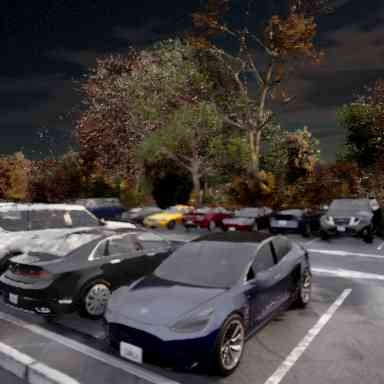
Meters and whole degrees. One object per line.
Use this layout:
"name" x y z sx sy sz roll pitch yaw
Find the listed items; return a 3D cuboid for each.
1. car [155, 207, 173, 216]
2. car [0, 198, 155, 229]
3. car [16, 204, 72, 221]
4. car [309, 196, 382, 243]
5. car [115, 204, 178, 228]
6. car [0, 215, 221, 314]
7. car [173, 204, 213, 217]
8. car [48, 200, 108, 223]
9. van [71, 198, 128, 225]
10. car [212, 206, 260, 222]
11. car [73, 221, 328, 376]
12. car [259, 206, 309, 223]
"car" -1.082 1.655 23.065 1.946 1.575 5.366 -1 -1 35
"car" -3.895 1.327 9.276 2.435 2.045 5.566 -1 -1 35
"car" -14.574 1.943 32.913 2.002 1.452 4.674 -1 -1 36
"car" 8.082 1.256 16.737 2.435 2.045 5.566 -1 -1 35
"car" -3.244 1.736 24.828 2.002 1.452 4.674 -1 -1 35
"car" -1.624 1.541 7.620 2.231 1.521 4.892 -1 -1 35
"car" 1.292 1.620 21.596 2.097 1.535 5.008 -1 -1 35
"car" -10.064 1.688 29.653 2.185 1.767 4.553 -1 -1 35
"van" -7.716 1.547 28.160 1.878 1.987 4.442 -1 -1 35
"car" 3.548 1.612 19.962 2.163 1.488 4.792 -1 -1 35
"car" 0.642 1.533 5.977 2.163 1.488 4.792 -1 -1 35
"car" 5.851 1.573 18.395 2.163 1.488 4.792 -1 -1 35
